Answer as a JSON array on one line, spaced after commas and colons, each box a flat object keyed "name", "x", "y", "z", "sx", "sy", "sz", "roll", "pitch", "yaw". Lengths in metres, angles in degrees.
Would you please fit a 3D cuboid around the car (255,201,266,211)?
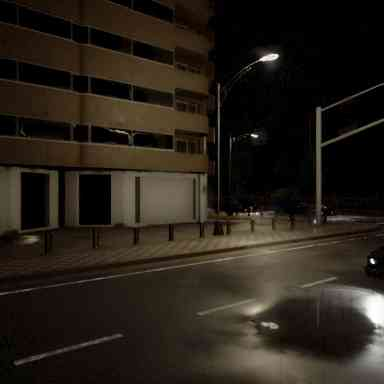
[{"name": "car", "x": 6.889, "y": 1.560, "z": 41.069, "sx": 1.837, "sy": 1.490, "sz": 4.892, "roll": 0, "pitch": 0, "yaw": -36}]

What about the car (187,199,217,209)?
[{"name": "car", "x": 1.411, "y": 1.656, "z": 48.666, "sx": 1.895, "sy": 1.301, "sz": 4.718, "roll": 0, "pitch": 0, "yaw": -36}]

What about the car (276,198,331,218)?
[{"name": "car", "x": 9.961, "y": 1.581, "z": 30.865, "sx": 1.812, "sy": 1.442, "sz": 4.674, "roll": 0, "pitch": 0, "yaw": -37}]

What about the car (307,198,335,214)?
[{"name": "car", "x": 12.139, "y": 1.407, "z": 33.799, "sx": 2.097, "sy": 1.767, "sz": 4.553, "roll": 0, "pitch": 0, "yaw": -36}]

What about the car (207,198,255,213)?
[{"name": "car", "x": 4.332, "y": 1.603, "z": 38.630, "sx": 2.033, "sy": 1.411, "sz": 5.357, "roll": 0, "pitch": 0, "yaw": -36}]

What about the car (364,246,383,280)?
[{"name": "car", "x": 6.744, "y": 1.547, "z": 8.807, "sx": 5.357, "sy": 1.411, "sz": 2.033, "roll": 0, "pitch": 0, "yaw": -36}]
